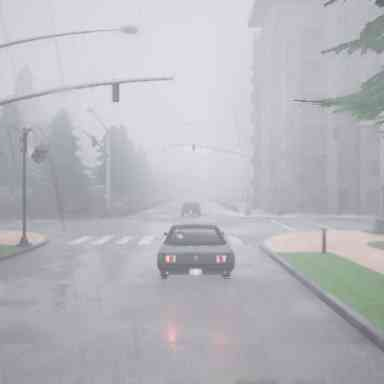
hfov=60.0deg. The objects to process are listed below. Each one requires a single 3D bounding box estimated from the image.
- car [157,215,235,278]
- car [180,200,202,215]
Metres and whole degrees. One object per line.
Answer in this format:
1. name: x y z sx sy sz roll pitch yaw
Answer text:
1. car: 0.065 1.616 10.128 1.895 1.301 4.718 0 0 -1
2. car: -0.092 1.586 33.929 1.837 1.490 4.892 0 0 0
